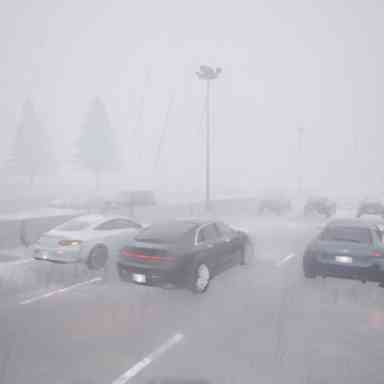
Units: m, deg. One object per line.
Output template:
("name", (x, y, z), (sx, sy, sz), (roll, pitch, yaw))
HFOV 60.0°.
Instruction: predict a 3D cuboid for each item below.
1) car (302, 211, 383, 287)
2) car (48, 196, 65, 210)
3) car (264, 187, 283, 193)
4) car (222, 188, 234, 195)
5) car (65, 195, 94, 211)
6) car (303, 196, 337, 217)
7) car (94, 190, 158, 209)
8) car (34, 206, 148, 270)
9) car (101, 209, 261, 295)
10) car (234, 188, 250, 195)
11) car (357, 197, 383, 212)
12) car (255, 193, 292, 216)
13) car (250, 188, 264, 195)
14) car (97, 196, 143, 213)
("car", (4.417, 1.465, 9.253), (1.994, 1.385, 4.181), (0, 1, 30))
("car", (-13.013, 1.091, 35.435), (1.812, 1.442, 4.674), (0, 1, 30))
("car", (16.214, -0.189, 64.572), (2.097, 1.767, 4.553), (0, 2, 31))
("car", (8.024, -0.175, 71.348), (1.882, 1.535, 5.008), (0, 2, 30))
("car", (-9.822, 1.119, 33.981), (2.033, 1.411, 5.357), (0, 1, 30))
("car", (9.983, 1.096, 25.867), (1.837, 1.490, 4.892), (0, 2, 30))
("car", (-5.159, 0.872, 28.080), (2.150, 2.045, 5.566), (0, 1, 30))
("car", (-2.745, 1.429, 10.787), (1.812, 1.442, 4.674), (0, 1, 29))
("car", (0.111, 1.427, 8.754), (1.837, 1.490, 4.892), (0, 1, 29))
("car", (11.048, -0.140, 69.587), (1.837, 1.490, 4.892), (0, 2, 30))
("car", (13.585, 1.104, 25.095), (1.812, 1.442, 4.674), (0, 2, 30))
("car", (6.912, 1.085, 27.549), (1.837, 1.490, 4.892), (0, 2, 30))
("car", (14.072, -0.127, 67.824), (1.837, 1.490, 4.892), (0, 2, 30))
("car", (-6.881, 1.152, 32.074), (1.994, 1.385, 4.181), (0, 1, 30))
